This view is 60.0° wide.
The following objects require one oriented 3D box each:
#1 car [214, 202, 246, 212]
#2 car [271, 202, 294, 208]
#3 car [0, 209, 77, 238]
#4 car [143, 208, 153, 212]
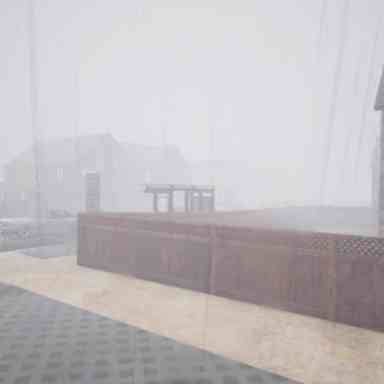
[{"bbox_3d":[4.024,1.828,35.119,1.837,1.490,4.892,1,0,36],"label":"car"},{"bbox_3d":[12.991,2.106,47.542,2.033,1.411,5.357,1,0,35],"label":"car"},{"bbox_3d":[-8.090,1.632,18.082,1.895,1.301,4.718,1,0,34],"label":"car"},{"bbox_3d":[-2.086,1.721,26.562,2.033,1.411,5.357,1,0,36],"label":"car"}]
